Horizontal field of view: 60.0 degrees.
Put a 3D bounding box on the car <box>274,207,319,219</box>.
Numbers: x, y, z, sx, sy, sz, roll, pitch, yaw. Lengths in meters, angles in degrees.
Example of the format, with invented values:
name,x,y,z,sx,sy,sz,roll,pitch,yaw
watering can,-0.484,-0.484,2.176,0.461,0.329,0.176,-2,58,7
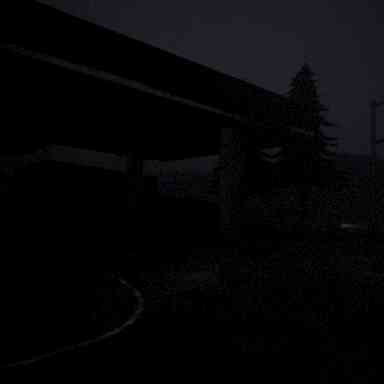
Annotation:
name,x,y,z,sx,sy,sz,roll,pitch,yaw
car,9.435,2.028,30.006,1.994,1.385,4.181,1,0,-38

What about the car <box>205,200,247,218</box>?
name,x,y,z,sx,sy,sz,roll,pitch,yaw
car,3.732,1.828,37.438,2.097,1.767,4.553,1,-1,-38

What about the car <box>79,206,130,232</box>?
name,x,y,z,sx,sy,sz,roll,pitch,yaw
car,-6.060,1.783,22.873,2.242,1.667,4.611,1,-1,-38

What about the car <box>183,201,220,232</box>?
name,x,y,z,sx,sy,sz,roll,pitch,yaw
car,1.073,1.668,22.959,1.905,1.878,3.866,1,-1,-38
